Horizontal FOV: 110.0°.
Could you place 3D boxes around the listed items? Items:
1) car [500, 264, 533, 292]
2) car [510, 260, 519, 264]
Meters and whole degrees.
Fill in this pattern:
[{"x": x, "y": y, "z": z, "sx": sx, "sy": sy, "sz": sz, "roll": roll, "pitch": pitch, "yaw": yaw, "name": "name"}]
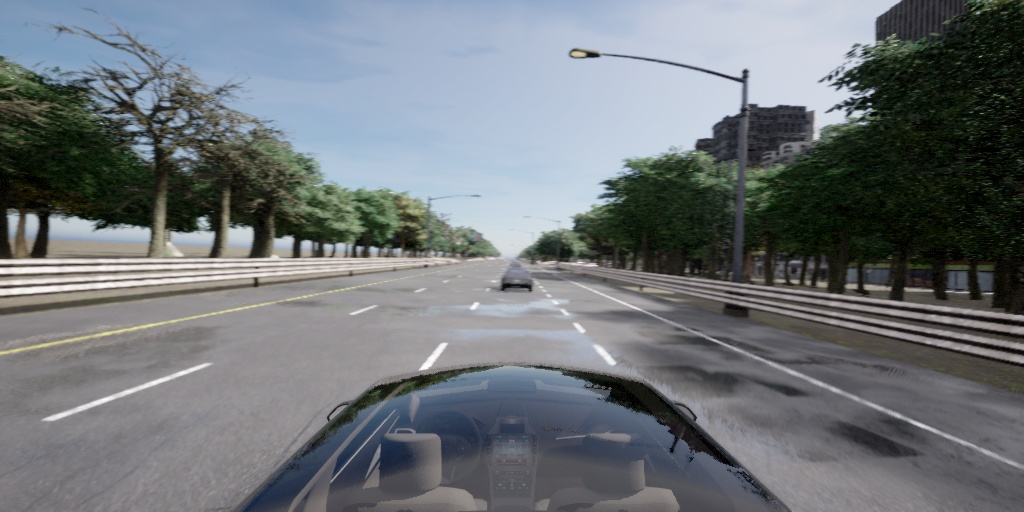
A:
[{"x": 0.301, "y": 1.435, "z": 23.054, "sx": 1.994, "sy": 1.385, "sz": 4.181, "roll": 3, "pitch": 0, "yaw": 0, "name": "car"}, {"x": 0.376, "y": 1.588, "z": 53.214, "sx": 1.994, "sy": 1.385, "sz": 4.181, "roll": 3, "pitch": 0, "yaw": 0, "name": "car"}]
